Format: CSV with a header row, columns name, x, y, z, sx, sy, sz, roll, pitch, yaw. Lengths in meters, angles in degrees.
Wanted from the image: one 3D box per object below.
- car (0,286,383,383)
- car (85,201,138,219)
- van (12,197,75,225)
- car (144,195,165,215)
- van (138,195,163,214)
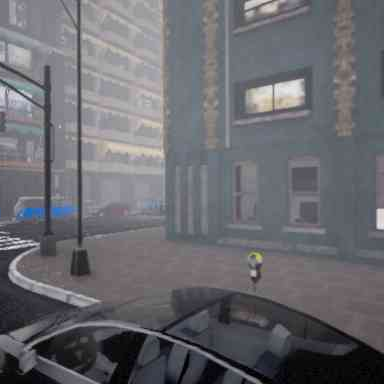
name,x,y,z,sx,sy,sz,roll,pitch,yaw
car,-0.250,1.559,2.911,4.313,1.339,1.947,0,0,36
car,-6.824,1.414,27.445,1.802,1.307,4.206,0,0,35
van,-10.077,1.208,22.835,1.690,1.788,3.998,0,0,35
car,-1.851,1.310,30.223,1.812,1.442,4.674,0,0,35
van,-3.573,1.139,32.052,1.690,1.788,3.998,0,0,35
